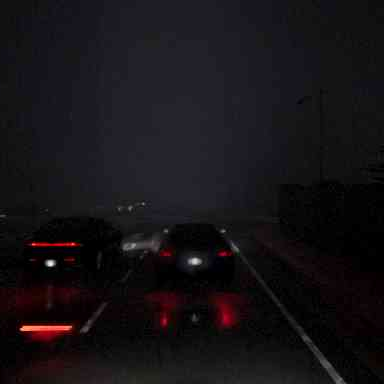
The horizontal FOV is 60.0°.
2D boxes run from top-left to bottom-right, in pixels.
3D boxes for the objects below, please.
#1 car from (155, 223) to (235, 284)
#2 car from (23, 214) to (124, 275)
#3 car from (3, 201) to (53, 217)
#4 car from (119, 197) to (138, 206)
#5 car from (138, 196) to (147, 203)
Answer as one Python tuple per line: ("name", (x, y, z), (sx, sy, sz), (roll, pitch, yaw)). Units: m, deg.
("car", (0.078, 1.568, 9.638), (1.994, 1.385, 4.181), (0, 0, 0))
("car", (-3.436, 1.507, 10.468), (1.837, 1.490, 4.892), (0, -1, 0))
("car", (-14.714, 1.541, 29.881), (4.181, 1.385, 1.994), (0, 0, 16))
("car", (-10.548, 1.506, 54.252), (1.882, 1.535, 5.008), (0, 0, 0))
("car", (-10.484, 1.573, 69.777), (2.033, 1.411, 5.357), (0, 0, 0))
